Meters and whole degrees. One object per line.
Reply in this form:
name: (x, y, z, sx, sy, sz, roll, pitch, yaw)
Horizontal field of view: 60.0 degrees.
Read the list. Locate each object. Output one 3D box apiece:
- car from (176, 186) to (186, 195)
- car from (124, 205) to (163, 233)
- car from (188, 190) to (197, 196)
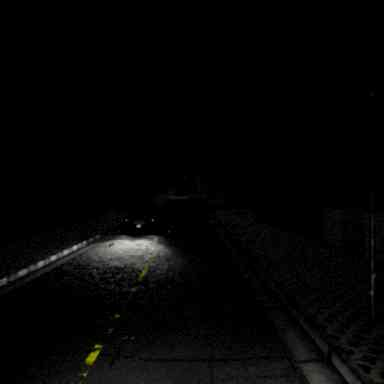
car: (-2.583, -0.419, 80.029, 2.150, 2.045, 5.566, 0, 2, 0)
car: (-2.797, 1.536, 19.951, 2.128, 1.511, 4.902, 0, 0, 0)
car: (0.167, 0.126, 79.915, 1.994, 1.385, 4.181, 0, 2, 0)
